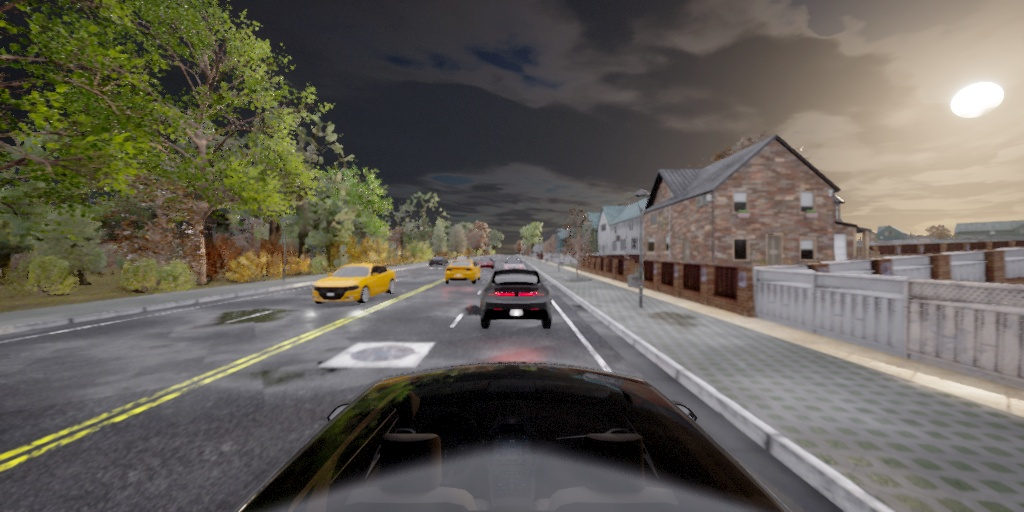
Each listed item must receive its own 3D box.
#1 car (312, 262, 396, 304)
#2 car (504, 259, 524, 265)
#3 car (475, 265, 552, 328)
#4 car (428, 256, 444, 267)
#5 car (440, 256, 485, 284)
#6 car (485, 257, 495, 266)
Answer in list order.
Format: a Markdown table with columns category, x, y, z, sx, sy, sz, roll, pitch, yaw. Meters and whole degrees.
| category | x | y | z | sx | sy | sz | roll | pitch | yaw |
| --- | --- | --- | --- | --- | --- | --- | --- | --- | --- |
| car | -6.565 | 1.059 | 15.468 | 1.882 | 1.535 | 5.008 | 0 | 2 | 0 |
| car | 0.137 | 0.960 | 34.237 | 1.895 | 1.301 | 4.718 | 0 | 1 | -1 |
| car | 0.107 | 1.138 | 10.874 | 1.837 | 1.490 | 4.892 | 0 | -1 | 0 |
| car | -9.761 | 0.743 | 48.083 | 2.033 | 1.411 | 5.357 | 0 | 1 | 0 |
| car | -3.160 | 0.960 | 23.844 | 1.882 | 1.535 | 5.008 | 0 | 1 | 1 |
| car | -3.118 | 0.812 | 43.663 | 1.994 | 1.385 | 4.181 | 0 | 1 | 0 |
